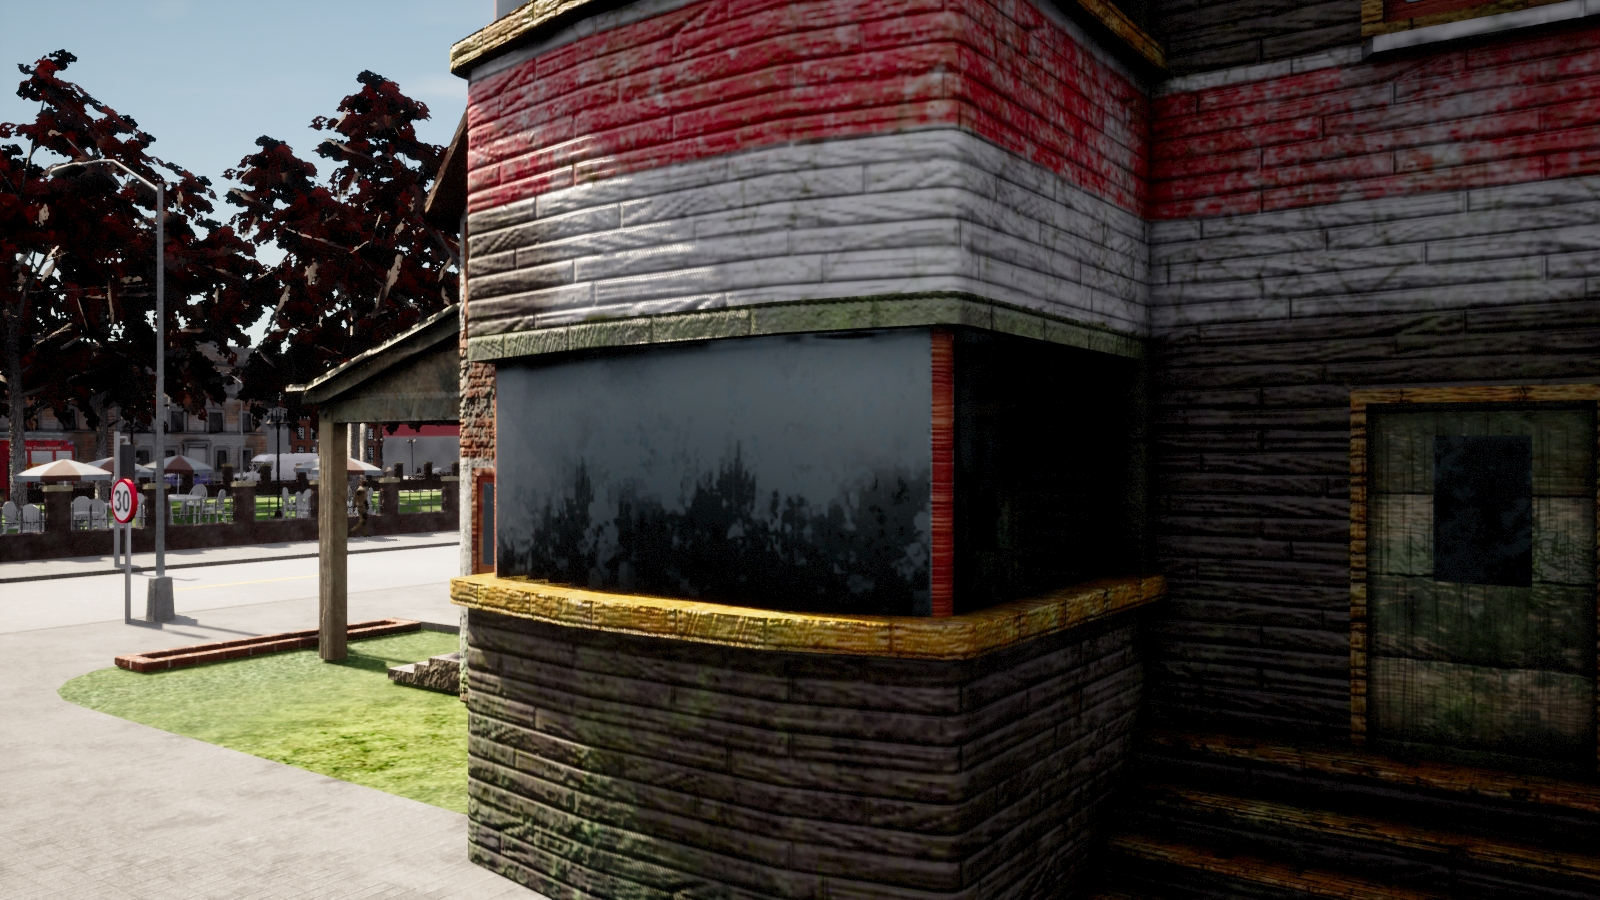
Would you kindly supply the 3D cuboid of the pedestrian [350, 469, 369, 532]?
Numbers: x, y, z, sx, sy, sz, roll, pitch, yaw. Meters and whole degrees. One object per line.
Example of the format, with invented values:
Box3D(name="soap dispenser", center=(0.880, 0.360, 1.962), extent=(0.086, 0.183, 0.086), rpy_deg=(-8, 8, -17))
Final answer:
Box3D(name="pedestrian", center=(-13.351, 1.525, 34.621), extent=(0.375, 1.860, 0.375), rpy_deg=(0, 0, 35))
